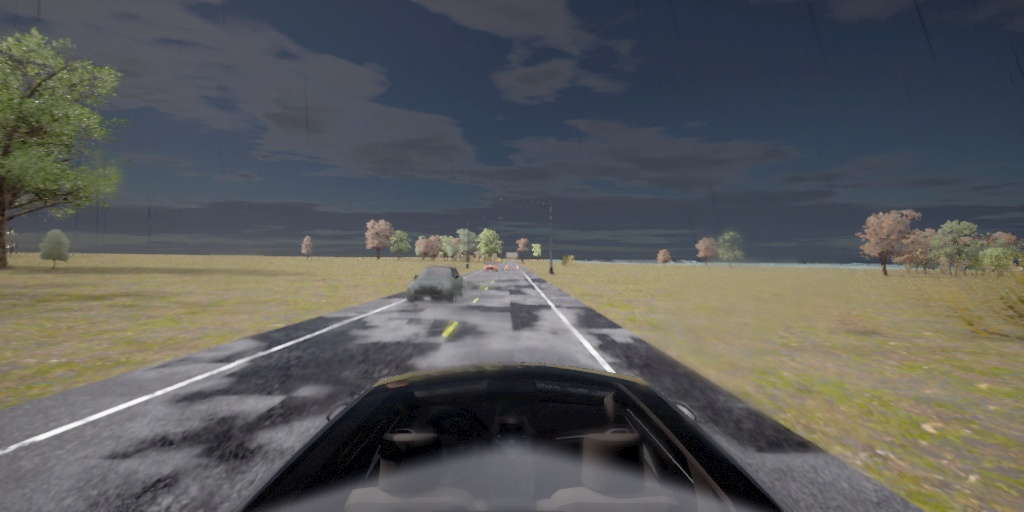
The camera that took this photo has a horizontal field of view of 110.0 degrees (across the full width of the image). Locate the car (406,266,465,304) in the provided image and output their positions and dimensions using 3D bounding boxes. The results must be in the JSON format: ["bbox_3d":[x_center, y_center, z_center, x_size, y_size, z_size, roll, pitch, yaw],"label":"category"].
[{"bbox_3d":[-3.602,1.273,17.595,2.097,1.767,4.553,0,-1,0],"label":"car"}]

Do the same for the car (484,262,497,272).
[{"bbox_3d":[-3.546,1.730,59.712,2.097,1.767,4.553,0,-1,1],"label":"car"}]
